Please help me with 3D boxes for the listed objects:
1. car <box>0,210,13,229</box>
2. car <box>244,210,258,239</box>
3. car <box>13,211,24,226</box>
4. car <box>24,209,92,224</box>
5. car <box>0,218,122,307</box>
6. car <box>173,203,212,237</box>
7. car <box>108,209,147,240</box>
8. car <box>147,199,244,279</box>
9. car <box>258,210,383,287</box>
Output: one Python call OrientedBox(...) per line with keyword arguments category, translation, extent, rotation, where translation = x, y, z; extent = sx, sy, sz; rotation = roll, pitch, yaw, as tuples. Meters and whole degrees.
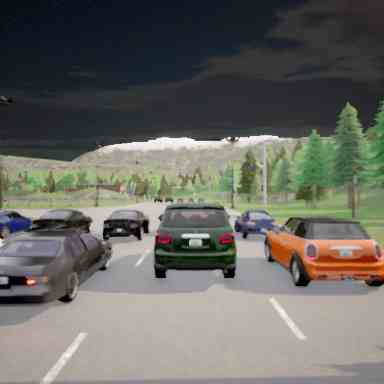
OrientedBox(category="car", translation=(-6.929, 1.309, 7.939), extent=(2.150, 2.045, 5.566), rotation=(0, -1, 0))
OrientedBox(category="car", translation=(3.547, 1.737, 18.734), extent=(1.812, 1.442, 4.674), rotation=(0, -1, 0))
OrientedBox(category="car", translation=(-10.453, 1.734, 18.414), extent=(1.812, 1.442, 4.674), rotation=(0, -1, 0))
OrientedBox(category="car", translation=(-6.953, 1.686, 18.396), extent=(1.882, 1.535, 5.008), rotation=(0, -1, 0))
OrientedBox(category="car", translation=(-3.426, 1.644, 8.411), extent=(2.033, 1.411, 5.357), rotation=(0, -1, -1))
OrientedBox(category="car", translation=(0.042, 1.580, 20.144), extent=(2.097, 1.767, 4.553), rotation=(0, -1, 0))
OrientedBox(category="car", translation=(-3.453, 1.684, 18.237), extent=(1.882, 1.535, 5.008), rotation=(0, -1, 0))
OrientedBox(category="car", translation=(0.072, 1.338, 10.547), extent=(2.150, 2.045, 5.566), rotation=(0, -1, 0))
OrientedBox(category="car", translation=(3.569, 1.464, 9.836), extent=(2.097, 1.767, 4.553), rotation=(0, -1, 0))
